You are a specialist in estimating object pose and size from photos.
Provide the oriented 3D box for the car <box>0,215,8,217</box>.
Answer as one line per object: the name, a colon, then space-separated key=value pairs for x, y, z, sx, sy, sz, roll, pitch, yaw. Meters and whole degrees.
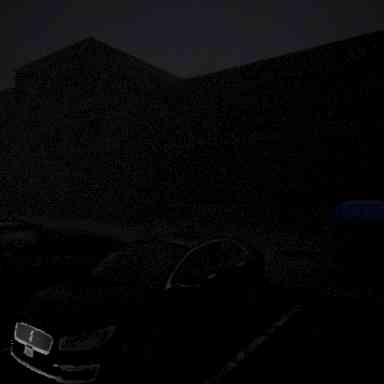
car: x=-7.069 y=1.498 z=10.404 sx=2.231 sy=1.521 sz=4.892 roll=0 pitch=0 yaw=35

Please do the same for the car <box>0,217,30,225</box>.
car: x=-4.913 y=1.532 z=8.856 sx=2.002 sy=1.452 sz=4.674 roll=0 pitch=0 yaw=35

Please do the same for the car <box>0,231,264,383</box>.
car: x=-0.382 y=1.485 z=5.636 sx=2.231 sy=1.521 sz=4.892 roll=0 pitch=0 yaw=35

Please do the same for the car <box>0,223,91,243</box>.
car: x=-2.632 y=1.517 z=7.268 sx=2.163 sy=1.488 sz=4.792 roll=0 pitch=0 yaw=35
